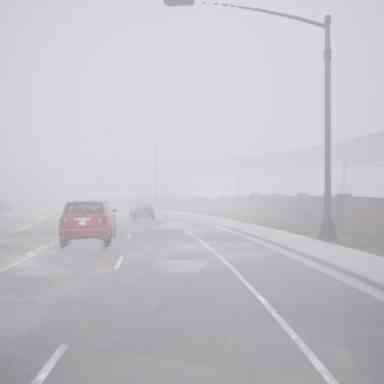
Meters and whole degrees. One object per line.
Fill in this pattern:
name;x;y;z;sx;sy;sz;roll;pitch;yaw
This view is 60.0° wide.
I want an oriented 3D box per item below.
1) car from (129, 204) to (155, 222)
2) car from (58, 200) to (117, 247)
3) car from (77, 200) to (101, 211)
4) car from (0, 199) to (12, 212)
car;-4.568;1.813;30.132;2.128;1.511;4.902;0;0;-17
car;-4.933;1.397;16.266;2.150;2.045;5.566;0;-1;-10
car;-16.241;2.100;52.259;1.801;1.575;5.366;-1;0;-38
car;-29.433;2.088;50.629;5.566;2.045;2.150;-2;-1;43
